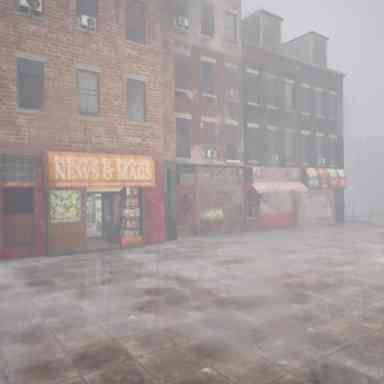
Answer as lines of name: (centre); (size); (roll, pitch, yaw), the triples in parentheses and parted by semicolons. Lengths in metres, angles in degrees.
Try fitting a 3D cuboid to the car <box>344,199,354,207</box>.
car: (20.826, 1.449, 47.579); (1.994, 1.385, 4.181); (-1, 1, -35)
